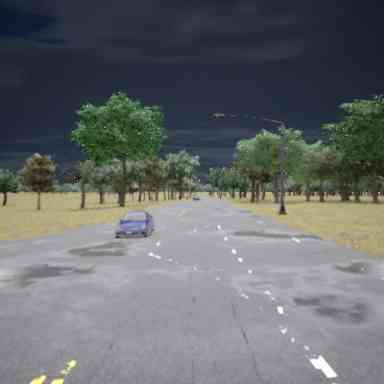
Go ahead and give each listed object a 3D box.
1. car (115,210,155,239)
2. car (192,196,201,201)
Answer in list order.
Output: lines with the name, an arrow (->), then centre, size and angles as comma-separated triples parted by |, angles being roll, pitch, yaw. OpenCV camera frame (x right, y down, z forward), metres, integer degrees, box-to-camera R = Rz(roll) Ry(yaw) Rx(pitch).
car -> -3.383, 1.900, 20.446 | 1.812, 1.442, 4.674 | -1, 1, 1
car -> 1.316, 1.903, 94.117 | 2.033, 1.411, 5.357 | 0, 0, 8
